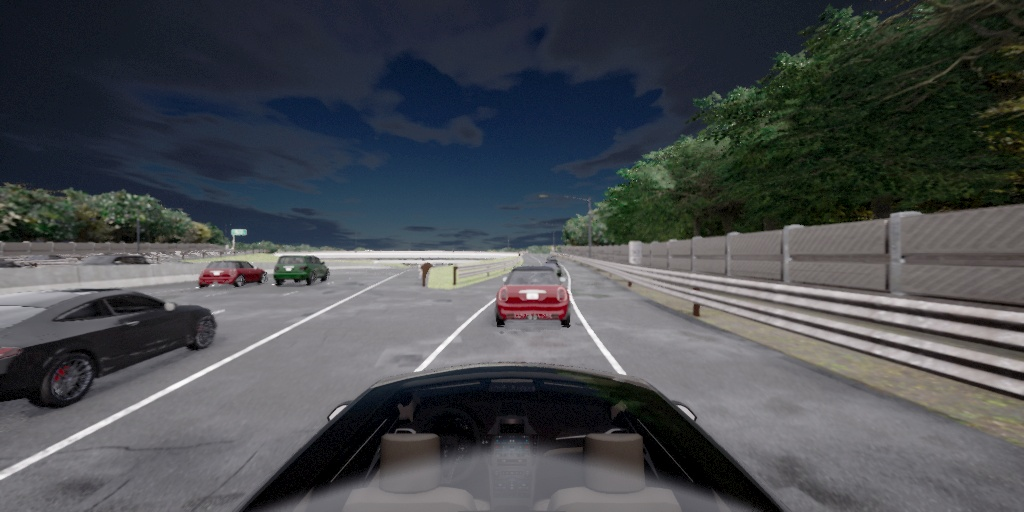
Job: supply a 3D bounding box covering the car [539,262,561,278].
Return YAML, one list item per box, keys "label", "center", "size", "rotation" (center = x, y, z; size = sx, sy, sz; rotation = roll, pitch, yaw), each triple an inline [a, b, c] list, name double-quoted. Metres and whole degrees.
- label: "car"
  center: [3.715, 1.287, 34.310]
  size: [1.994, 1.385, 4.181]
  rotation: [0, 0, 8]

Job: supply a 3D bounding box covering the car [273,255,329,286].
- label: "car"
  center: [-14.796, 0.958, 25.440]
  size: [2.150, 2.045, 5.566]
  rotation: [0, 0, -13]

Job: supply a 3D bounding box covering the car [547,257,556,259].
- label: "car"
  center: [6.423, 0.905, 58.571]
  size: [1.837, 1.490, 4.892]
  rotation: [0, 2, 5]

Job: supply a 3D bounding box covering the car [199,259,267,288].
- label: "car"
  center: [-17.893, 1.073, 23.239]
  size: [2.097, 1.767, 4.553]
  rotation: [0, 0, -13]

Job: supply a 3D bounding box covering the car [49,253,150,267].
- label: "car"
  center: [-29.524, 0.950, 26.299]
  size: [2.150, 2.045, 5.566]
  rotation: [0, 0, -12]

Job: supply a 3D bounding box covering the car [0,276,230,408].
- label: "car"
  center: [-6.952, 1.242, 5.792]
  size: [1.812, 1.442, 4.674]
  rotation: [0, 0, -13]

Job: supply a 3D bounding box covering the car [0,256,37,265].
- label: "car"
  center: [-31.968, 1.045, 21.142]
  size: [2.097, 1.767, 4.553]
  rotation: [0, 0, -12]

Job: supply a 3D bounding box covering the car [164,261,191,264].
- label: "car"
  center: [-35.699, 1.316, 38.046]
  size: [1.882, 1.535, 5.008]
  rotation: [0, -1, -12]

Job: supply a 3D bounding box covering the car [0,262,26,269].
- label: "car"
  center: [-10.176, 1.062, 4.625]
  size: [2.097, 1.767, 4.553]
  rotation: [0, 0, -13]

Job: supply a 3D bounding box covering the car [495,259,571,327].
- label: "car"
  center: [0.715, 1.098, 11.746]
  size: [2.097, 1.767, 4.553]
  rotation: [0, 0, 4]
